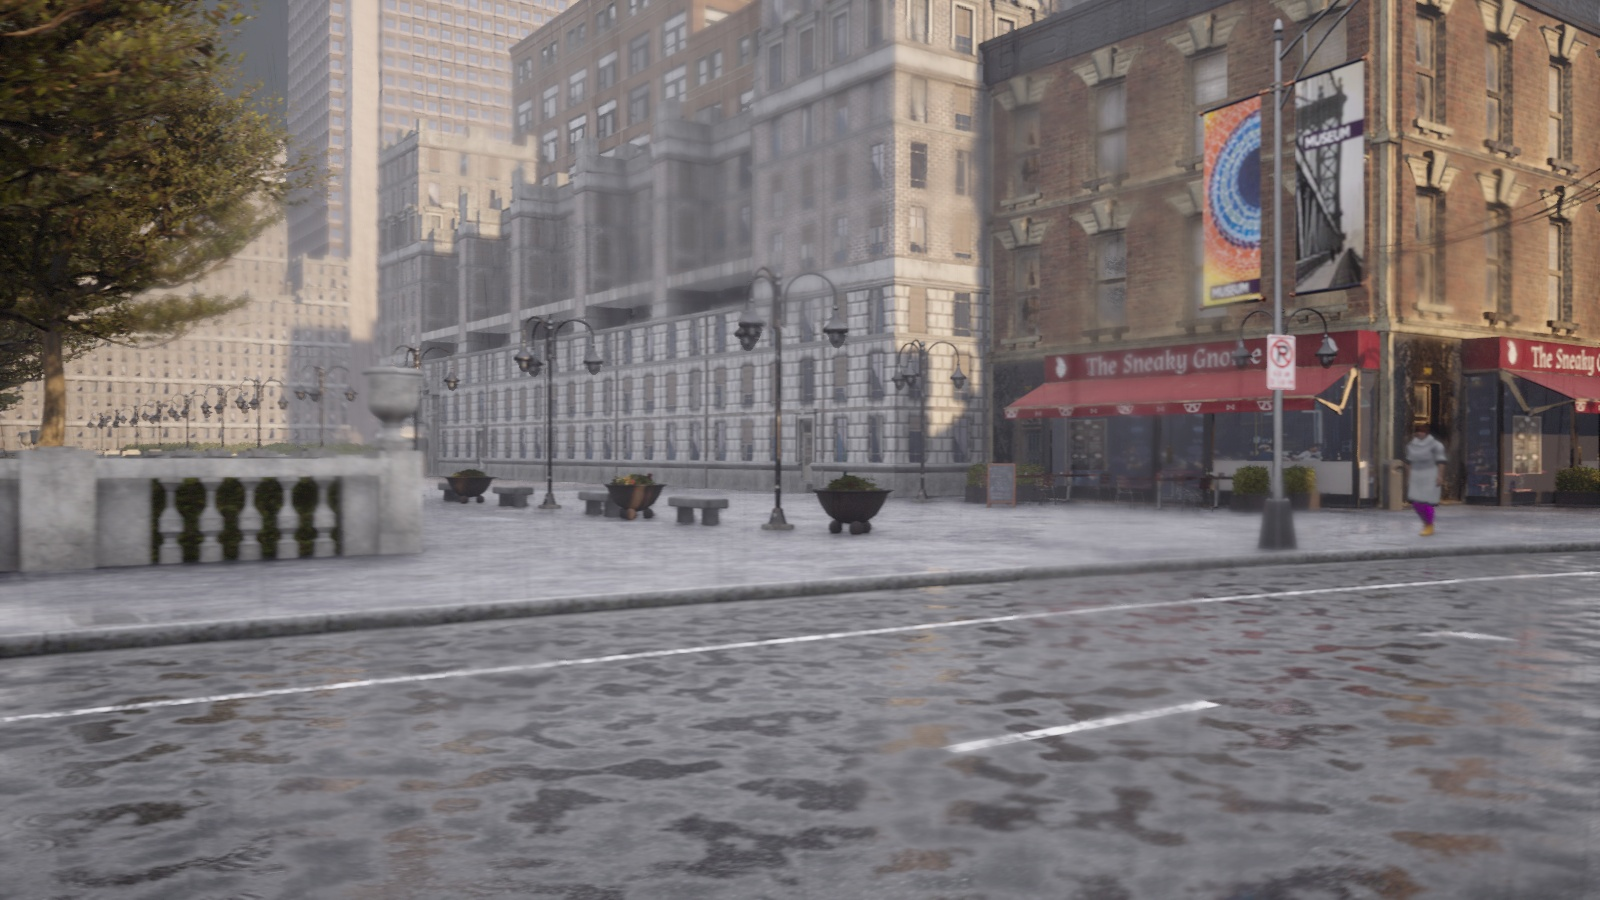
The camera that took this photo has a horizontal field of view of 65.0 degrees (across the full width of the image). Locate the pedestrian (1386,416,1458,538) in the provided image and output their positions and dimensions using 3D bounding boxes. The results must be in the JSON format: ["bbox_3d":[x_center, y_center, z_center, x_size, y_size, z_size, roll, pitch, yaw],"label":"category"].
[{"bbox_3d":[10.130,0.430,20.460,0.873,1.952,0.659,0,0,-28],"label":"pedestrian"}]
